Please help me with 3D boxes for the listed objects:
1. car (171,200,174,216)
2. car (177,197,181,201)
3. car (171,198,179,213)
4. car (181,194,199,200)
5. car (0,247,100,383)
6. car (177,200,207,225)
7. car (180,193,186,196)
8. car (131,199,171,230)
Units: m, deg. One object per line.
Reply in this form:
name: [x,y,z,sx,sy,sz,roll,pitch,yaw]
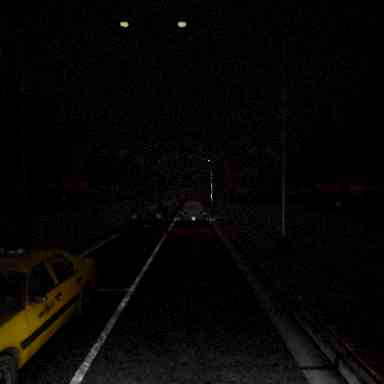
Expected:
car: [-2.661,1.597,26.644,1.802,1.307,4.206,-1,0,0]
car: [-2.668,1.597,37.545,2.008,1.369,4.403,-2,0,0]
car: [-2.666,1.580,32.096,2.008,1.369,4.403,-2,0,0]
car: [0.089,1.411,40.964,2.097,1.767,4.553,0,0,0]
car: [-2.658,1.520,4.690,1.752,1.417,4.829,-1,0,0]
car: [0.098,1.534,24.045,1.812,1.442,4.674,0,0,0]
car: [-2.682,1.668,75.216,1.967,1.590,4.097,-2,0,0]
car: [-2.666,1.443,21.201,1.967,1.590,4.097,-2,0,0]
